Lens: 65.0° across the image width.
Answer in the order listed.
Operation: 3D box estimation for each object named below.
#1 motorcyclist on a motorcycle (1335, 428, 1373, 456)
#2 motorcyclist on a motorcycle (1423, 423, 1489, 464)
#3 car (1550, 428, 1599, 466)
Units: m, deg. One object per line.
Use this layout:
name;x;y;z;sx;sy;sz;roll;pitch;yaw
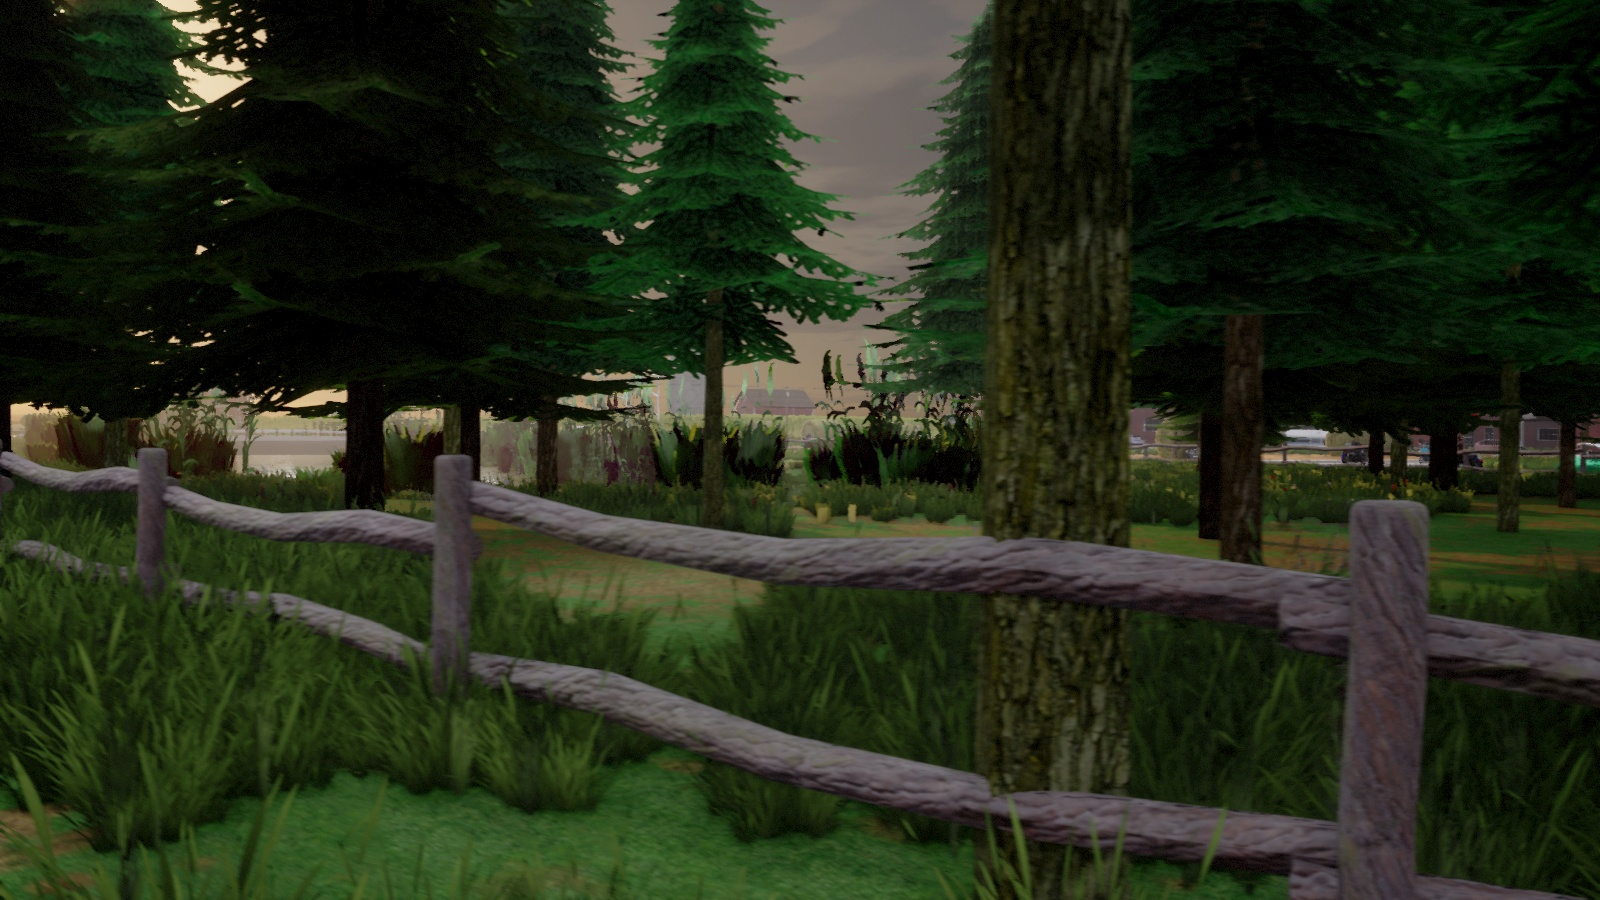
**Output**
motorcyclist on a motorcycle;31.532;-0.462;71.454;2.191;1.530;0.866;-1;1;-31
motorcyclist on a motorcycle;26.594;-0.266;50.969;0.766;1.649;2.350;-1;1;-28
car;29.146;-0.120;46.200;1.481;1.376;2.207;-1;1;-28
